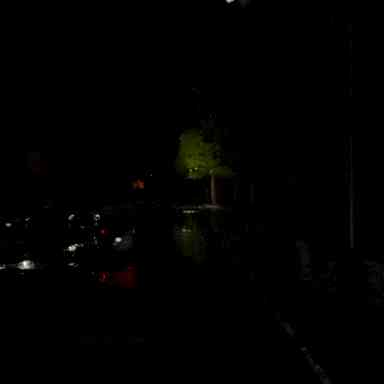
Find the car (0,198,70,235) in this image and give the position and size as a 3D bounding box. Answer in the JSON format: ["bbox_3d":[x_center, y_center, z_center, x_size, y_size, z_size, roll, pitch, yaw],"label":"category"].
[{"bbox_3d":[-9.858,1.427,20.637,2.150,2.045,5.566,0,-1,0],"label":"car"}]

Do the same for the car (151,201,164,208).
[{"bbox_3d":[-6.546,2.334,63.053,1.895,1.301,4.718,0,-1,1],"label":"car"}]

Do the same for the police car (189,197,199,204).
[{"bbox_3d":[0.940,2.591,92.883,1.930,1.638,5.238,0,-1,0],"label":"police car"}]

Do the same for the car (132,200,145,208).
[{"bbox_3d":[-9.797,2.257,61.284,2.033,1.411,5.357,0,-1,1],"label":"car"}]

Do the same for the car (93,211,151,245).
[{"bbox_3d":[-3.155,1.764,16.484,1.895,1.301,4.718,0,-1,0],"label":"car"}]

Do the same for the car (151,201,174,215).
[{"bbox_3d":[-3.164,1.963,38.971,2.033,1.411,5.357,0,-1,0],"label":"car"}]

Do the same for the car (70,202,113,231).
[{"bbox_3d":[-6.606,1.575,22.294,2.097,1.767,4.553,0,-1,0],"label":"car"}]
